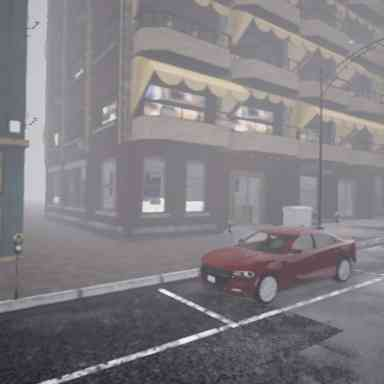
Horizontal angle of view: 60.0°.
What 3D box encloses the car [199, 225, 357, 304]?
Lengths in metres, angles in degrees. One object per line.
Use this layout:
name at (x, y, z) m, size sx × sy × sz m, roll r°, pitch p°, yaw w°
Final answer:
car at (2.233, 1.540, 8.137) m, size 4.507 × 1.381 × 1.887 m, roll 0°, pitch 1°, yaw -35°
